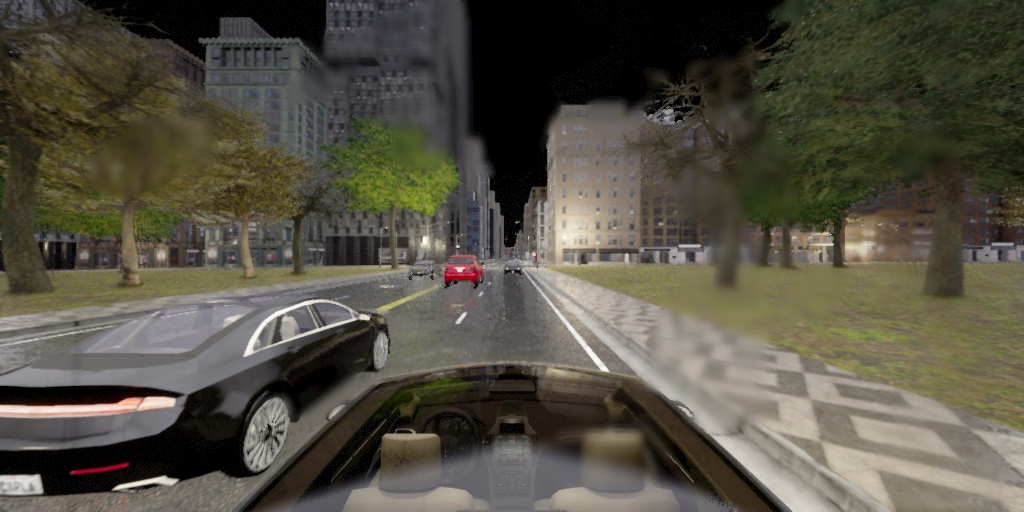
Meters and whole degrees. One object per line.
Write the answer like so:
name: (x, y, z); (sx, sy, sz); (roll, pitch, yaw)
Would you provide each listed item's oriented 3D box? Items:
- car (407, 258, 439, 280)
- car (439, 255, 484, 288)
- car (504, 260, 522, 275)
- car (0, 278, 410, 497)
car: (-6.505, 0.914, 27.315); (1.837, 1.490, 4.892); (0, 0, 0)
car: (-3.154, 0.979, 24.328); (2.150, 2.045, 5.566); (0, 0, 0)
car: (0.097, 1.376, 39.692); (1.895, 1.301, 4.718); (0, 0, 0)
car: (-3.151, 1.242, 4.709); (2.128, 1.511, 4.902); (0, 0, 0)
